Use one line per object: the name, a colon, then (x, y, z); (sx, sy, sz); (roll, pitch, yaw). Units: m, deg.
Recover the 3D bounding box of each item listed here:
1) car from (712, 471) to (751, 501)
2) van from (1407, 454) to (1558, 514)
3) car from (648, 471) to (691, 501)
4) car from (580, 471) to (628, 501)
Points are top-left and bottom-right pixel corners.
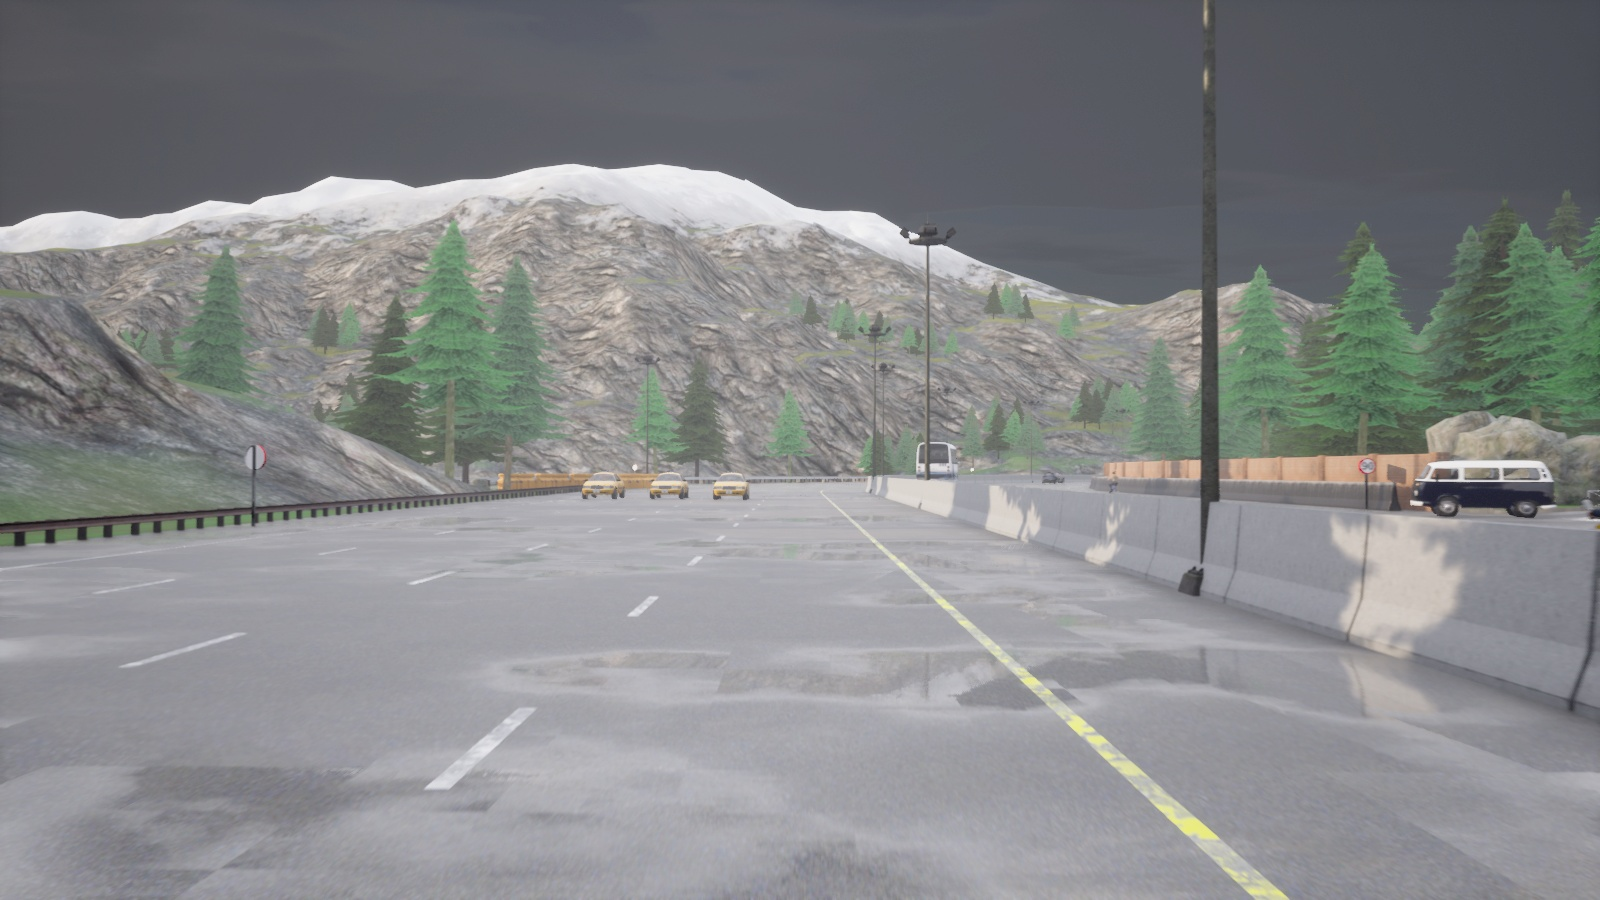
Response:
car: (-3.665, 1.903, 67.807); (1.801, 1.575, 5.366); (0, -1, 0)
van: (24.273, 1.196, 44.842); (4.480, 2.038, 2.069); (0, 0, 20)
car: (-7.169, 1.945, 69.459); (1.801, 1.575, 5.366); (0, -1, 0)
car: (-10.667, 1.946, 68.696); (1.801, 1.575, 5.366); (0, -1, 0)
